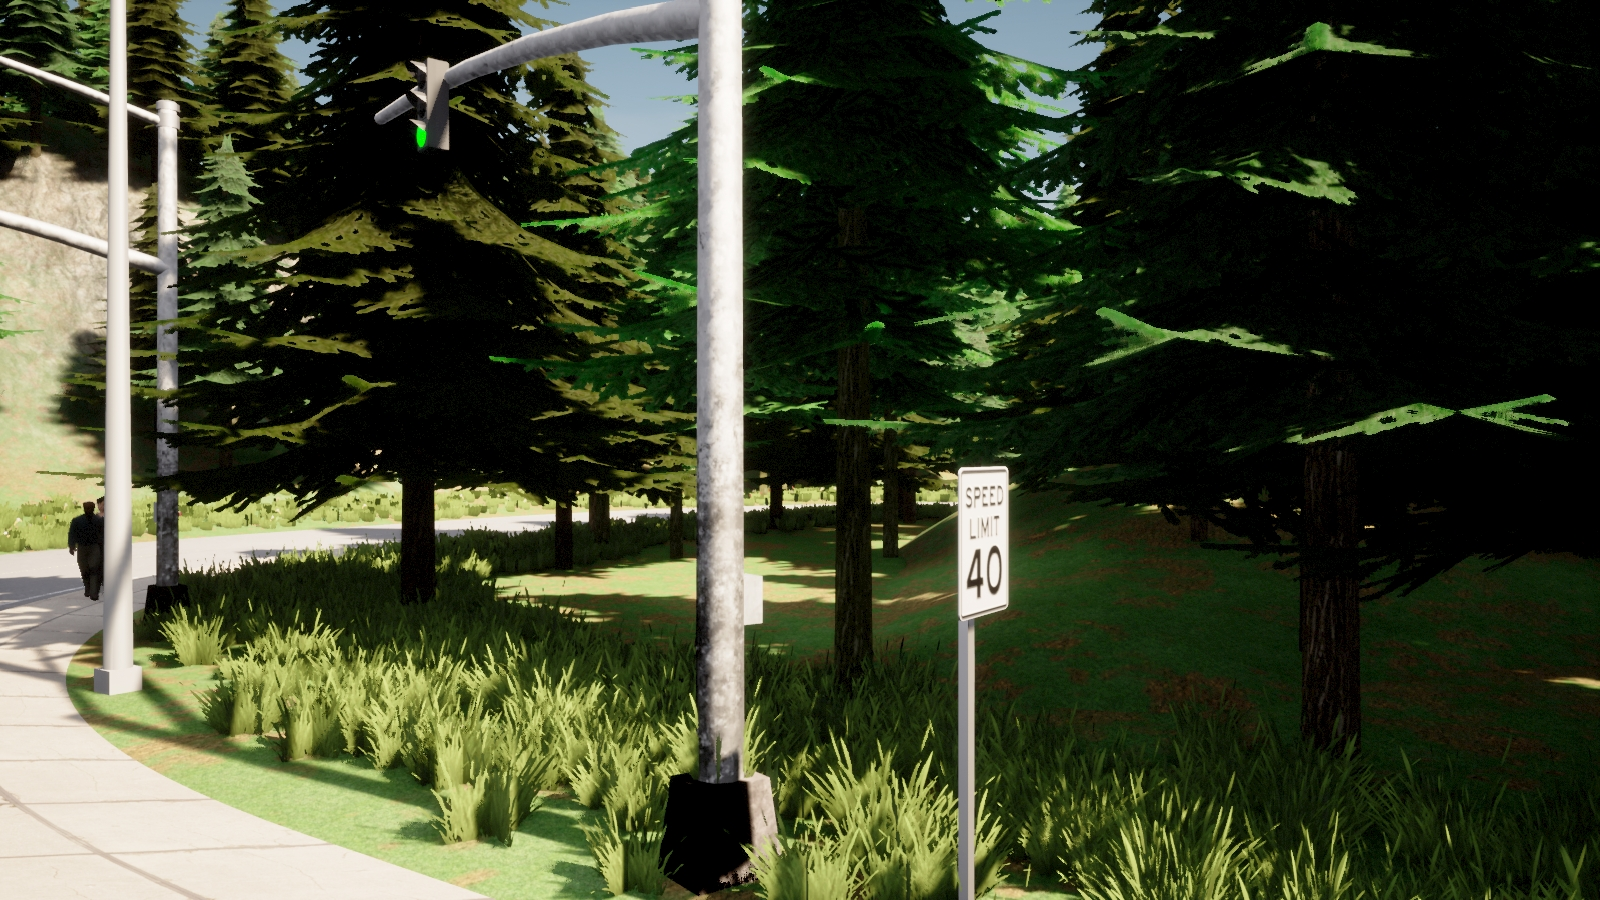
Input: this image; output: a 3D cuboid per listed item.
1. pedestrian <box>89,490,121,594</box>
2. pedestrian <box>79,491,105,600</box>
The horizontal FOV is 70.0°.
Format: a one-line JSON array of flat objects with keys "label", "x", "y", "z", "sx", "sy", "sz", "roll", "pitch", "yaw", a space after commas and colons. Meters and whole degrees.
[{"label": "pedestrian", "x": -12.683, "y": 1.668, "z": 20.842, "sx": 0.375, "sy": 1.860, "sz": 0.375, "roll": 0, "pitch": 0, "yaw": -7}, {"label": "pedestrian", "x": -12.456, "y": 1.668, "z": 20.097, "sx": 0.375, "sy": 1.860, "sz": 0.375, "roll": 0, "pitch": 0, "yaw": -35}]
